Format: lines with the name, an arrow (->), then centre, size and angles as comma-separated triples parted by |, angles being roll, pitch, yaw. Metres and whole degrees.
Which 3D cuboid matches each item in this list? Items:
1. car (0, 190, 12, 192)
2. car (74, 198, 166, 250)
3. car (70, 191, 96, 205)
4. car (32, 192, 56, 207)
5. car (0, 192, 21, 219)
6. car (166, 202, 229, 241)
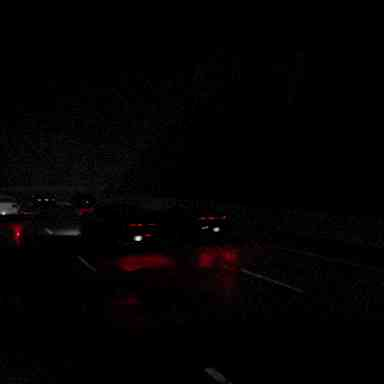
car -> -20.070, 0.535, 35.695 | 2.033, 1.411, 5.357 | 1, 1, -27
car -> -3.033, 1.215, 13.081 | 1.837, 1.490, 4.892 | 0, 1, -31
car -> -11.010, 0.686, 33.516 | 2.128, 1.511, 4.902 | 0, 1, -29
car -> -14.367, 0.701, 32.311 | 2.033, 1.411, 5.357 | 0, 1, -29
car -> -12.022, 0.922, 21.250 | 1.812, 1.442, 4.674 | 0, 1, -31
car -> -0.277, 1.213, 15.289 | 2.128, 1.511, 4.902 | 0, 1, -31
